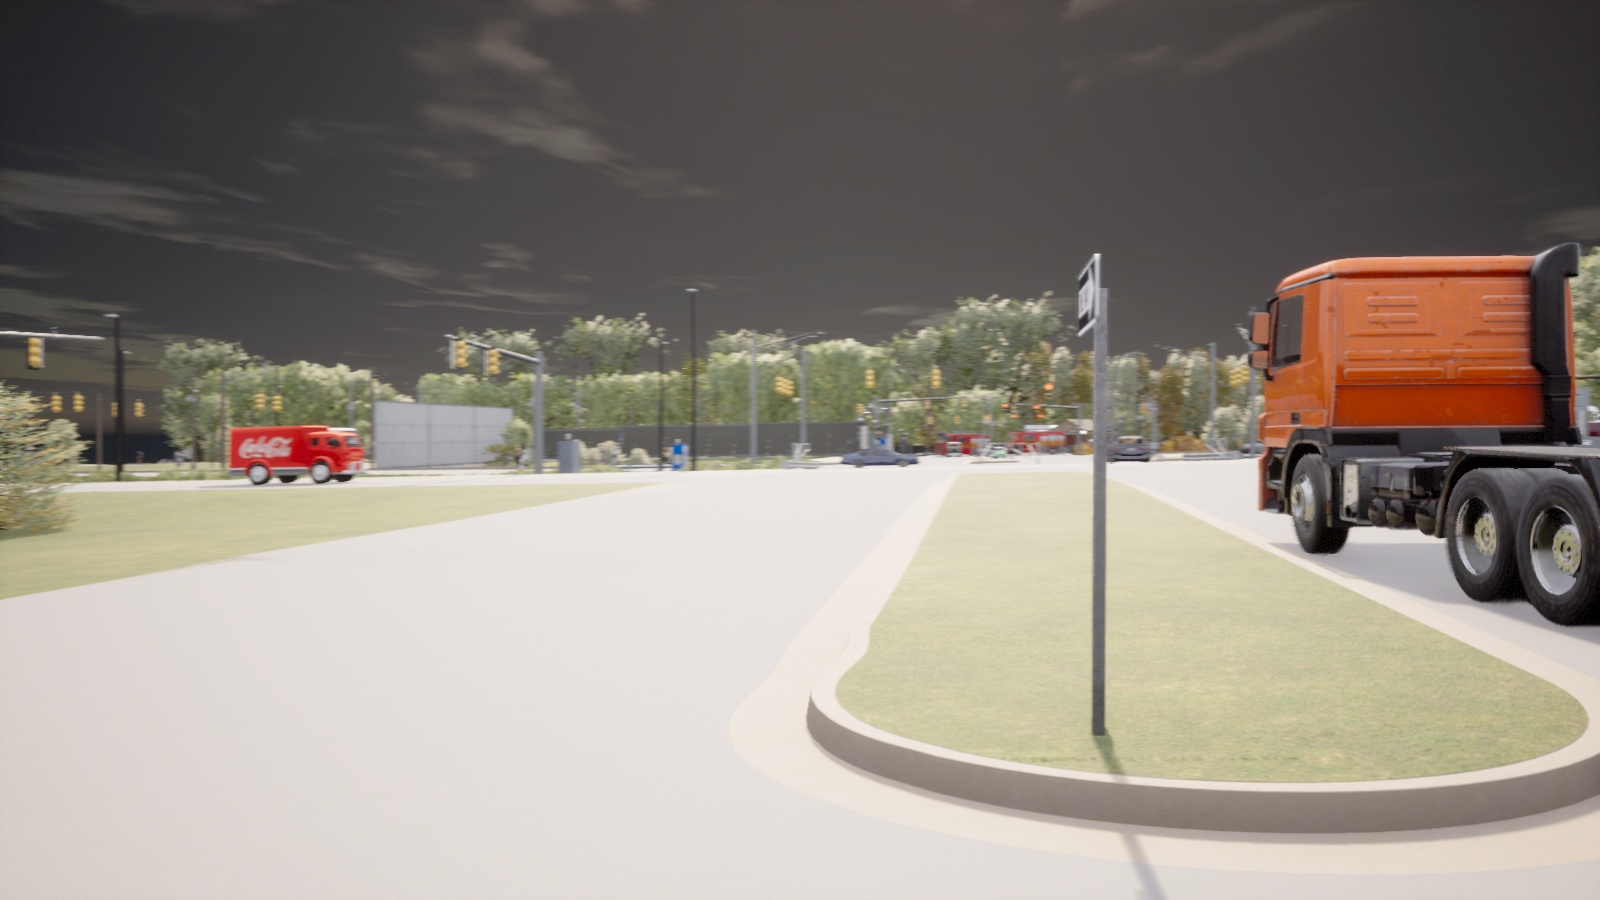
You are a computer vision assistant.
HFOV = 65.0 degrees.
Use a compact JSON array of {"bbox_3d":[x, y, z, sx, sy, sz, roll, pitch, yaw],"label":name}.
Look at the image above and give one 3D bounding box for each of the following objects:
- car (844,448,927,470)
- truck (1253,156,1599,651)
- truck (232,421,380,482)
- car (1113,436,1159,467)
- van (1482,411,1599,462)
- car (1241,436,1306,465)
[{"bbox_3d":[5.752,0.578,84.288,5.357,1.411,2.033,0,1,9],"label":"car"},{"bbox_3d":[7.151,-0.418,12.120,2.891,3.462,7.936,0,2,2],"label":"truck"},{"bbox_3d":[-20.953,0.050,53.401,5.204,2.467,2.627,-1,1,9],"label":"truck"},{"bbox_3d":[19.104,0.087,71.611,2.242,1.667,4.611,-1,0,11],"label":"car"},{"bbox_3d":[31.390,-0.561,52.615,4.480,2.038,2.069,-1,1,9],"label":"van"},{"bbox_3d":[32.957,0.013,87.431,3.866,1.878,1.905,-1,0,8],"label":"car"}]
